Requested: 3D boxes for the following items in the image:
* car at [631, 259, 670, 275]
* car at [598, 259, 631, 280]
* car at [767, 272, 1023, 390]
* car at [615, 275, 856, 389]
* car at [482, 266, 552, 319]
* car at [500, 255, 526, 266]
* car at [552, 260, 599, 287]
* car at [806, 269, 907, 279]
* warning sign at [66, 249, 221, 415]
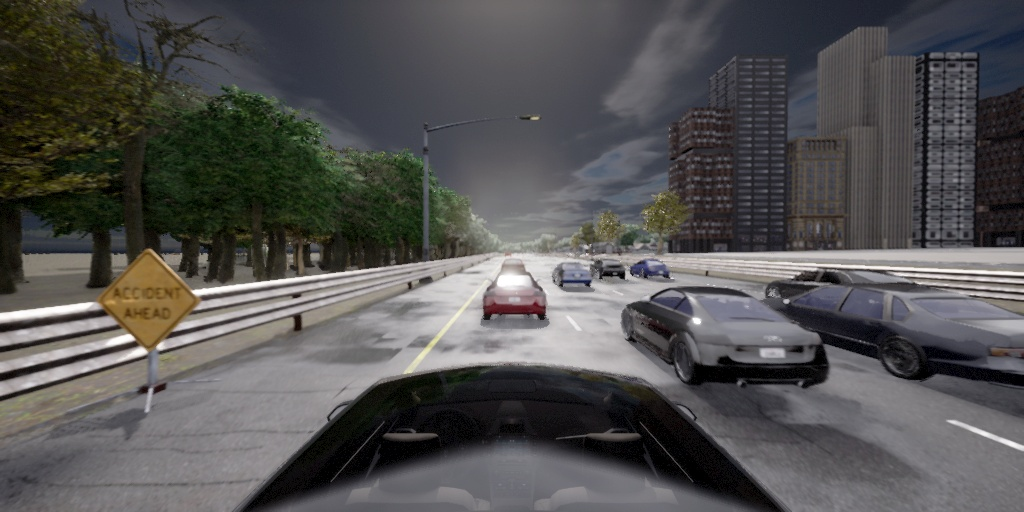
[{"bbox_3d":[10.580,0.974,27.777,1.812,1.442,4.674,0,1,0],"label":"car"},{"bbox_3d":[7.078,0.963,27.043,1.837,1.490,4.892,0,1,0],"label":"car"},{"bbox_3d":[7.064,1.243,7.019,2.033,1.411,5.357,0,1,0],"label":"car"},{"bbox_3d":[3.557,1.261,6.872,1.994,1.385,4.181,0,1,1],"label":"car"},{"bbox_3d":[0.081,1.201,12.348,1.994,1.385,4.181,0,1,0],"label":"car"},{"bbox_3d":[0.080,0.918,28.385,1.882,1.535,5.008,0,1,0],"label":"car"},{"bbox_3d":[3.557,1.070,21.978,2.033,1.411,5.357,0,1,0],"label":"car"},{"bbox_3d":[10.582,1.148,11.745,1.837,1.490,4.892,0,1,0],"label":"car"},{"bbox_3d":[-4.551,0.838,4.545,1.300,1.860,1.060,0,0,0],"label":"warning sign"}]
